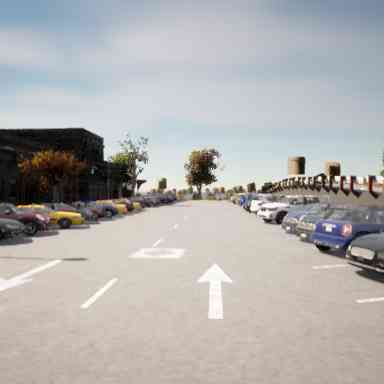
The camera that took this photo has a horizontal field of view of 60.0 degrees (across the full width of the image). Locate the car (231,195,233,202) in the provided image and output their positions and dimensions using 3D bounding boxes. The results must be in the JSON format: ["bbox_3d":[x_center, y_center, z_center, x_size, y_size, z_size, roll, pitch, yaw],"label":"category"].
[{"bbox_3d":[10.093,1.483,60.320,4.553,1.767,2.185,1,0,-16],"label":"car"}]

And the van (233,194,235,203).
[{"bbox_3d":[9.967,1.375,57.339,4.442,1.987,1.878,1,0,-16],"label":"van"}]

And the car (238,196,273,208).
[{"bbox_3d":[9.211,1.447,48.252,4.553,1.767,2.185,1,0,-16],"label":"car"}]

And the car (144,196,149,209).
[{"bbox_3d":[-8.205,1.593,41.114,4.792,1.488,2.163,-1,-1,-16],"label":"car"}]

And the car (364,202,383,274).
[{"bbox_3d":[6.405,1.193,6.059,5.566,2.045,2.435,1,0,-16],"label":"car"}]

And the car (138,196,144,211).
[{"bbox_3d":[-8.604,1.554,38.087,5.366,1.575,1.946,-1,0,-16],"label":"car"}]

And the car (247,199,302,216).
[{"bbox_3d":[8.205,1.528,33.189,4.892,1.521,2.231,1,0,-16],"label":"car"}]

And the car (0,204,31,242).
[{"bbox_3d":[-10.037,1.484,14.530,4.892,1.521,2.231,-1,-1,-16],"label":"car"}]

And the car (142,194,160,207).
[{"bbox_3d":[-7.661,1.466,49.948,4.553,1.767,2.185,-1,0,-16],"label":"car"}]

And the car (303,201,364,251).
[{"bbox_3d":[6.759,1.337,12.067,4.553,1.767,2.185,1,0,-16],"label":"car"}]

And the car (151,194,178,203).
[{"bbox_3d":[-6.055,1.406,73.557,5.566,2.045,2.435,-1,0,-16],"label":"car"}]

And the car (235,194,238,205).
[{"bbox_3d":[8.862,1.304,42.236,5.566,2.045,2.435,1,0,-16],"label":"car"}]

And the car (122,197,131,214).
[{"bbox_3d":[-9.005,1.536,32.184,5.366,1.575,1.946,-1,0,-16],"label":"car"}]

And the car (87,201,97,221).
[{"bbox_3d":[-9.434,1.511,23.381,4.892,1.521,2.231,-1,-1,-16],"label":"car"}]

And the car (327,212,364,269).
[{"bbox_3d":[6.590,1.454,9.057,4.892,1.521,2.231,1,0,-16],"label":"car"}]

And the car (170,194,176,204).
[{"bbox_3d":[-6.609,1.381,64.731,5.566,2.045,2.435,-1,0,-16],"label":"car"}]

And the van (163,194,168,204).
[{"bbox_3d":[-7.145,1.392,58.776,4.442,1.987,1.878,-1,0,-16],"label":"van"}]

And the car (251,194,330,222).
[{"bbox_3d":[7.582,1.248,24.123,5.566,2.045,2.435,1,0,-16],"label":"car"}]

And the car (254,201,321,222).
[{"bbox_3d":[7.779,1.538,27.140,4.792,1.488,2.163,1,0,-16],"label":"car"}]

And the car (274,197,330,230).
[{"bbox_3d":[7.224,1.356,18.115,4.553,1.767,2.185,1,0,-16],"label":"car"}]

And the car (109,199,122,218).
[{"bbox_3d":[-9.028,1.528,29.283,5.008,1.535,2.097,-1,-1,-16],"label":"car"}]

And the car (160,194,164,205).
[{"bbox_3d":[-7.429,1.601,52.914,4.892,1.521,2.231,-1,0,-16],"label":"car"}]

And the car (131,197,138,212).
[{"bbox_3d":[-8.630,1.546,35.199,5.008,1.535,2.097,-1,0,-16],"label":"car"}]

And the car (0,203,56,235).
[{"bbox_3d":[-9.865,1.366,17.477,4.553,1.767,2.185,-1,-1,-16],"label":"car"}]

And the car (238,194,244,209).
[{"bbox_3d":[8.392,1.285,36.191,5.566,2.045,2.435,1,0,-16],"label":"car"}]

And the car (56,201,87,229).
[{"bbox_3d":[-9.457,1.495,20.493,5.366,1.575,1.946,-1,-1,-16],"label":"car"}]

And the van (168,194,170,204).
[{"bbox_3d":[-6.944,1.400,61.729,4.442,1.987,1.878,-1,0,-16],"label":"van"}]

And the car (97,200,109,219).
[{"bbox_3d":[-9.256,1.549,26.325,4.792,1.488,2.163,-1,0,-16],"label":"car"}]

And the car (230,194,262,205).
[{"bbox_3d":[10.243,1.365,63.315,5.566,2.045,2.435,1,0,-16],"label":"car"}]

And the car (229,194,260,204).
[{"bbox_3d":[10.491,1.374,66.366,5.566,2.045,2.435,1,0,-16],"label":"car"}]

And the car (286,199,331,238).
[{"bbox_3d":[7.025,1.347,15.094,4.553,1.767,2.185,1,0,-16],"label":"car"}]

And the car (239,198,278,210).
[{"bbox_3d":[9.004,1.593,45.234,4.792,1.488,2.163,1,0,-16],"label":"car"}]

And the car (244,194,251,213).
[{"bbox_3d":[8.047,1.267,30.173,5.566,2.045,2.435,1,0,-16],"label":"car"}]
